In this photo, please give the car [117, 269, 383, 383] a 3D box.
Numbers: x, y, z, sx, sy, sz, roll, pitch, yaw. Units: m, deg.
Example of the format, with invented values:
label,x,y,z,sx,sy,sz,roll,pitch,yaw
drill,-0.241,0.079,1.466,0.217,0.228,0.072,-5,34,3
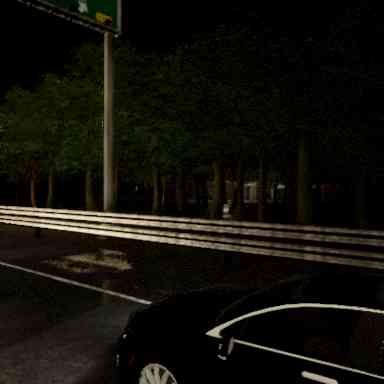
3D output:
label,x,y,z,sx,sy,sz,roll,pitch,yaw
car,1.419,1.502,2.980,4.892,1.490,1.837,1,0,36
